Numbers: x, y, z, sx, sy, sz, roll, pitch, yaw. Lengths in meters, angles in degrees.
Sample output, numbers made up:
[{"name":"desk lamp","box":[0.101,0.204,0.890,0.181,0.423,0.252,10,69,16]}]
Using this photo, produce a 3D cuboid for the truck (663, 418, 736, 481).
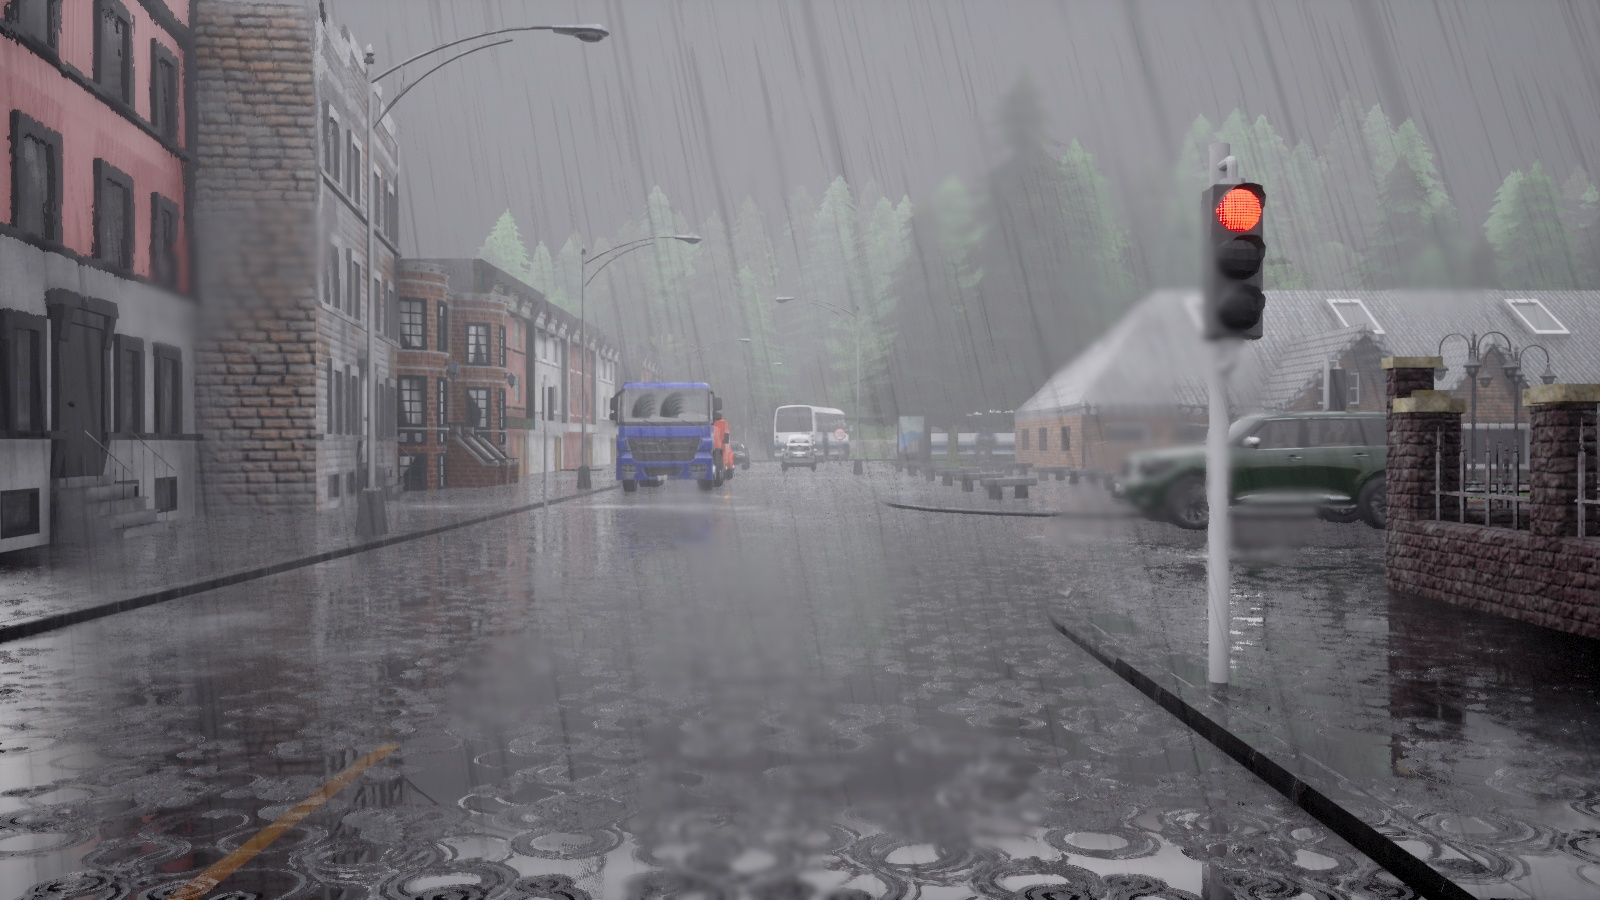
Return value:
[{"name":"truck","box":[-4.061,-0.035,51.564,2.627,2.467,5.204,0,0,0]}]

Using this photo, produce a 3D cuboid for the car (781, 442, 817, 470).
[{"name":"car","box":[-0.041,0.317,69.876,1.970,1.475,3.806,0,0,0]}]

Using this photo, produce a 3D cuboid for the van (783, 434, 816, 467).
[{"name":"van","box":[-0.031,0.010,81.415,2.069,2.038,4.480,0,0,0]}]

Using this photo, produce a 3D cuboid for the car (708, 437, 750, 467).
[{"name":"car","box":[-4.038,0.113,72.356,2.152,1.651,5.027,0,0,0]}]

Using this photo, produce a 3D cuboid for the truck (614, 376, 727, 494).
[{"name":"truck","box":[-4.047,-0.470,41.022,2.891,3.462,7.936,0,0,0]}]

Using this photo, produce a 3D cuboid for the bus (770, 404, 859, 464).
[{"name":"bus","box":[1.275,-1.173,96.640,3.944,4.253,10.273,-1,0,17]}]

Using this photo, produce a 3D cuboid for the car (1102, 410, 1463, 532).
[{"name":"car","box":[8.403,0.346,22.282,5.566,2.045,2.150,0,0,0]}]
